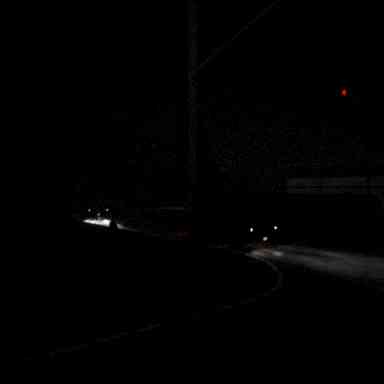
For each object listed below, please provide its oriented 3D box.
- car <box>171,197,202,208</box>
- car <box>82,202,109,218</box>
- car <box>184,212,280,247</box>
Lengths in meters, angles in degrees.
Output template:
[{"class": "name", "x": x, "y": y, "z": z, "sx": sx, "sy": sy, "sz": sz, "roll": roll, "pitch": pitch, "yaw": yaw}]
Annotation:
[{"class": "car", "x": -0.780, "y": 1.478, "z": 49.161, "sx": 5.008, "sy": 1.535, "sz": 1.882, "roll": 0, "pitch": 0, "yaw": -41}, {"class": "car", "x": -8.776, "y": 1.601, "z": 30.030, "sx": 1.895, "sy": 1.301, "sz": 4.718, "roll": 0, "pitch": 0, "yaw": -24}, {"class": "car", "x": 1.703, "y": 1.601, "z": 15.415, "sx": 1.895, "sy": 1.301, "sz": 4.718, "roll": 0, "pitch": 0, "yaw": -36}]
